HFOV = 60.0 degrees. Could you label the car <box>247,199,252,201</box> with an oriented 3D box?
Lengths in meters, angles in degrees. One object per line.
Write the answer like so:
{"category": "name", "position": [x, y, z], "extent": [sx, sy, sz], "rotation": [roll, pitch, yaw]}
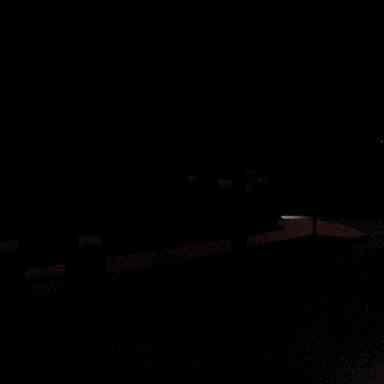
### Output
{"category": "car", "position": [4.866, 1.348, 29.572], "extent": [4.892, 1.490, 1.837], "rotation": [0, 0, 42]}
